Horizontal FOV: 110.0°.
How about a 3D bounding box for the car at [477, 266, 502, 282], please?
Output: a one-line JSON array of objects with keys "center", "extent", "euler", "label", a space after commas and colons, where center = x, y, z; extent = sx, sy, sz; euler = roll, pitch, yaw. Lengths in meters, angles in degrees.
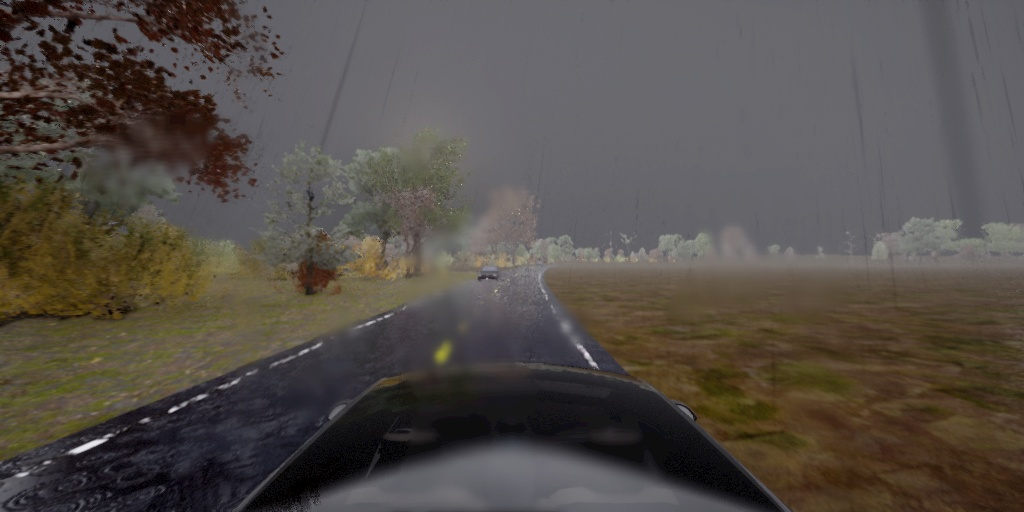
[{"center": [-1.984, 1.621, 33.775], "extent": [2.033, 1.411, 5.357], "euler": [0, -1, 4], "label": "car"}]
